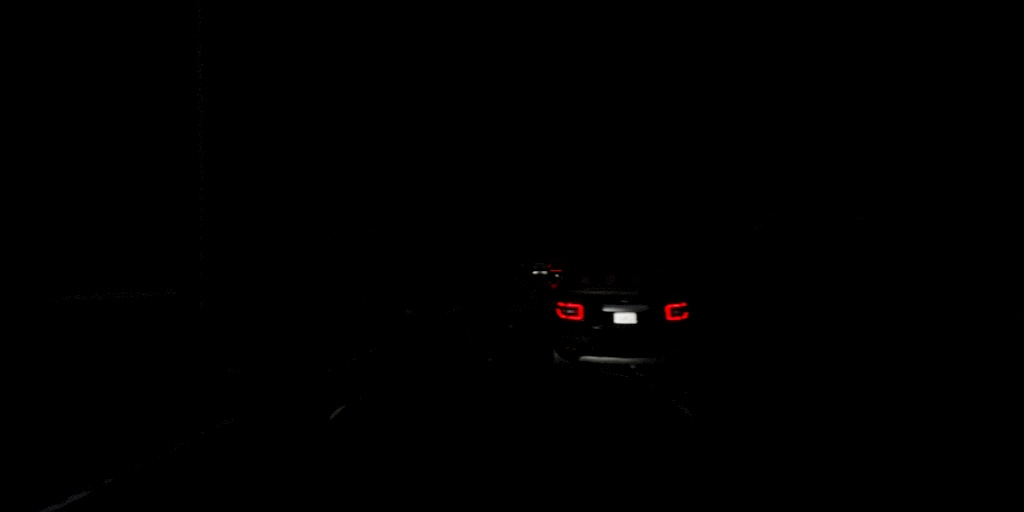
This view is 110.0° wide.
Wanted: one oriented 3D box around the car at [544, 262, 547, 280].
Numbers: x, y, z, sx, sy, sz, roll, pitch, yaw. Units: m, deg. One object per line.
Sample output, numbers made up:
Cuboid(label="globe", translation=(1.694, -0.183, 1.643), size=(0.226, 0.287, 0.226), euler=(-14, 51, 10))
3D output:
Cuboid(label="car", translation=(4.595, 1.603, 36.934), size=(1.837, 1.490, 4.892), euler=(-1, -1, 7))

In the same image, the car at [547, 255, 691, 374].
Cuboid(label="car", translation=(1.960, 1.017, 7.847), size=(2.150, 2.045, 5.566), euler=(-1, -1, 7))

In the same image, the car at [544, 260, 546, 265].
Cuboid(label="car", translation=(5.738, 1.427, 47.000), size=(2.150, 2.045, 5.566), euler=(-1, -1, 7))

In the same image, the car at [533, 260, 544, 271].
Cuboid(label="car", translation=(5.011, 1.643, 63.919), size=(2.150, 2.045, 5.566), euler=(-1, -1, 7))
